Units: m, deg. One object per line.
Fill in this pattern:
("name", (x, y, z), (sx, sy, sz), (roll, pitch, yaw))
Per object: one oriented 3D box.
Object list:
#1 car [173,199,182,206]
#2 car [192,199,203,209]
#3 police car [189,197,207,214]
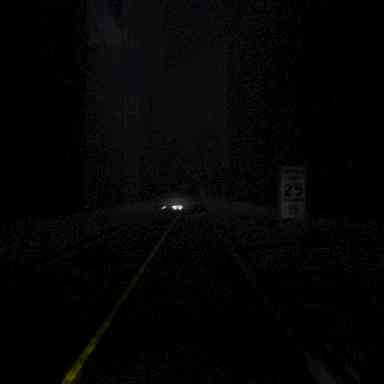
("car", (-3.040, 2.270, 70.960), (2.128, 1.511, 4.902), (0, -1, 0))
("car", (0.866, 2.054, 58.086), (1.801, 1.575, 5.366), (0, -1, 0))
("police car", (0.876, 1.846, 42.006), (1.930, 1.638, 5.238), (0, -1, 0))
